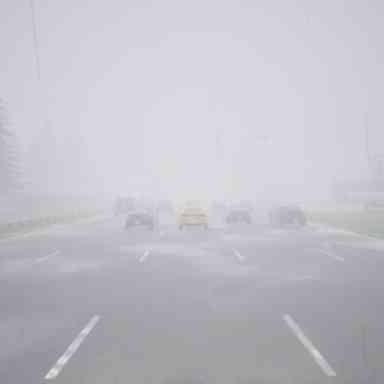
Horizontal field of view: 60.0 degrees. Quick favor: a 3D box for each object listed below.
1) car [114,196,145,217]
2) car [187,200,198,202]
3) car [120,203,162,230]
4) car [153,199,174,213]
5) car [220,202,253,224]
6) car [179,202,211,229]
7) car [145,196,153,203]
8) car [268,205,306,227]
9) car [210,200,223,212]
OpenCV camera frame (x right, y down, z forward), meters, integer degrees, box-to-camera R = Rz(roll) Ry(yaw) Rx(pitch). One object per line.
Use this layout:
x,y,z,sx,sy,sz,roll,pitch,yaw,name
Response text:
-6.915,1.563,36.114,2.150,2.045,5.566,0,0,0,car
0.081,1.761,43.402,2.097,1.767,4.553,0,-1,0,car
-3.411,1.744,23.058,1.812,1.442,4.674,0,0,0,car
-3.418,1.760,43.274,2.097,1.767,4.553,0,-1,0,car
3.589,1.781,26.923,1.812,1.442,4.674,0,0,0,car
0.090,1.701,23.585,1.882,1.535,5.008,0,0,0,car
-7.022,1.711,51.914,2.150,2.045,5.566,0,-1,0,car
7.090,1.745,25.093,1.837,1.490,4.892,0,0,0,car
3.580,1.919,46.723,1.882,1.535,5.008,0,0,0,car
